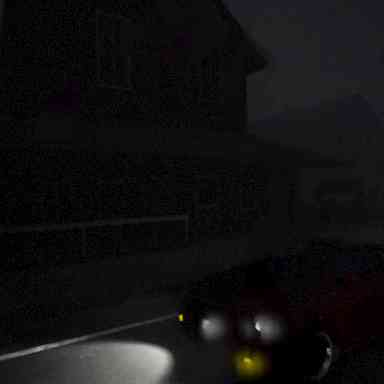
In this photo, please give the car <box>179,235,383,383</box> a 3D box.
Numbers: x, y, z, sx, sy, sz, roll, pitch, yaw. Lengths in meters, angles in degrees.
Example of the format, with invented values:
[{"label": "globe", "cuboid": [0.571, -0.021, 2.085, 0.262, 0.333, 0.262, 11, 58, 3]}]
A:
[{"label": "car", "cuboid": [1.900, 1.419, 5.106, 4.181, 1.385, 1.994, -2, 2, -31]}]
